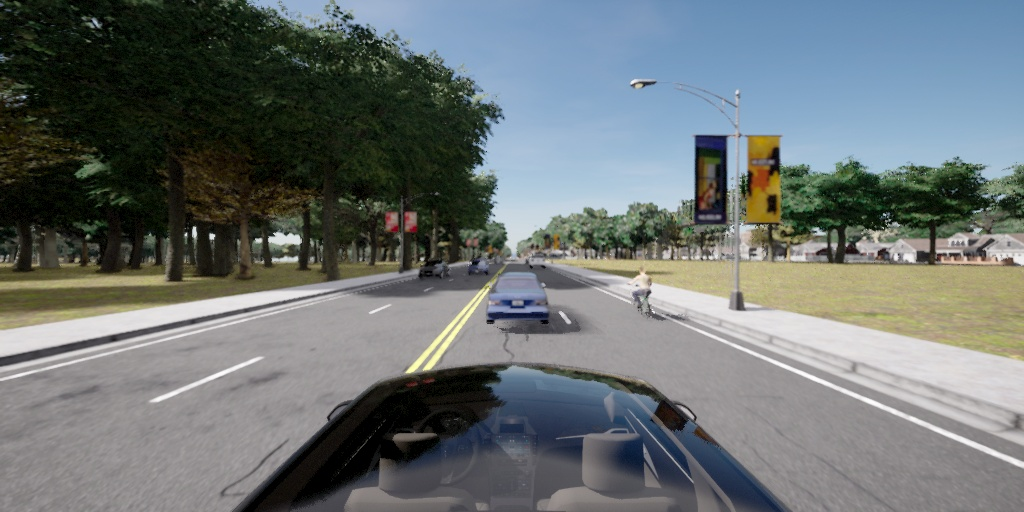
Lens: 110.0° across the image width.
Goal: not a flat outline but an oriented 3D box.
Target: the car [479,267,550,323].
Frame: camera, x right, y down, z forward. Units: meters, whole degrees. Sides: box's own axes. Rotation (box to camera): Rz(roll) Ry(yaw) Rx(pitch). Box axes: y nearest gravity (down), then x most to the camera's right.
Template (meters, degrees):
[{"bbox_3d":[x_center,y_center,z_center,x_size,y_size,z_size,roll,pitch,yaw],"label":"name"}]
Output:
[{"bbox_3d":[0.161,1.248,11.780,2.033,1.411,5.357,0,0,0],"label":"car"}]

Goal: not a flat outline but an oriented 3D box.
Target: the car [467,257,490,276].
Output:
[{"bbox_3d":[-3.140,1.118,34.656,1.812,1.442,4.674,0,0,0],"label":"car"}]

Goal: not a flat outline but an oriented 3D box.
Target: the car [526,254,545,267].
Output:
[{"bbox_3d":[3.680,0.756,52.810,2.150,2.045,5.566,0,0,0],"label":"car"}]

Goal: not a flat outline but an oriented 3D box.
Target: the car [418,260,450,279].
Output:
[{"bbox_3d":[-6.417,1.111,29.928,1.837,1.490,4.892,0,0,0],"label":"car"}]

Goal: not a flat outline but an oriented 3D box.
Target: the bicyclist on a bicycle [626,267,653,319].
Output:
[{"bbox_3d":[4.180,1.145,11.584,0.866,1.612,1.509,0,0,1],"label":"bicyclist on a bicycle"}]
